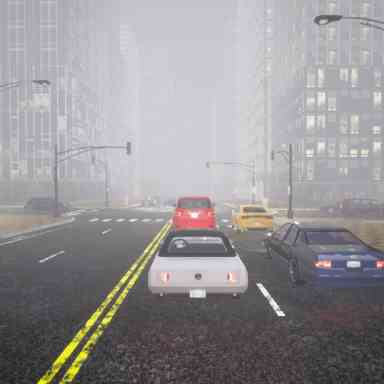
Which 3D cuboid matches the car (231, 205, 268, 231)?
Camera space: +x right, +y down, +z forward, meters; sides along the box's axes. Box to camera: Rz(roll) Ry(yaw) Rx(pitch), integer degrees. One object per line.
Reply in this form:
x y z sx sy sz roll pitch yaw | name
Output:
3.373 1.467 19.230 1.882 1.535 5.008 0 0 1 | car

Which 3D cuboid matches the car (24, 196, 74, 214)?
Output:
-14.485 1.238 33.919 4.553 1.767 2.097 0 1 1 | car

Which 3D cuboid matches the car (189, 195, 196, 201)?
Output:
0.082 1.438 82.038 1.812 1.442 4.674 0 0 0 | car

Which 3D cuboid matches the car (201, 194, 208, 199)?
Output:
3.342 1.262 92.036 1.812 1.442 4.674 0 0 0 | car

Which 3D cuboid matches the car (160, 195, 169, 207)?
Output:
-3.288 1.526 51.233 1.994 1.385 4.181 0 0 0 | car

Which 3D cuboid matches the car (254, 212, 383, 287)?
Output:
3.365 1.543 9.411 2.033 1.411 5.357 0 0 0 | car

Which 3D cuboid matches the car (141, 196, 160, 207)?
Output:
-6.544 1.454 50.799 2.128 1.511 4.902 0 0 0 | car

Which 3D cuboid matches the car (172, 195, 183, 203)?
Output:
-3.179 1.462 71.581 2.128 1.511 4.902 0 0 0 | car

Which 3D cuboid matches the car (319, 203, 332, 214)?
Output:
16.557 1.588 36.596 5.008 1.535 1.882 1 1 1 | car

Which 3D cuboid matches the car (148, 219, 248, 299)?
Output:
0.110 1.597 8.384 1.895 1.301 4.718 0 0 0 | car

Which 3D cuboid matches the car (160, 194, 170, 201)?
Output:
-6.420 1.279 80.673 2.097 1.767 4.553 0 0 0 | car

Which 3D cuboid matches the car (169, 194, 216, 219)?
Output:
0.118 1.211 18.143 2.150 2.045 5.566 0 0 0 | car

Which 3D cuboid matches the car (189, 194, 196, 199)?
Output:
0.092 1.262 92.040 1.812 1.442 4.674 0 0 0 | car

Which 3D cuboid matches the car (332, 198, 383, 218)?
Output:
16.232 1.517 30.817 5.009 1.841 2.192 1 0 1 | car

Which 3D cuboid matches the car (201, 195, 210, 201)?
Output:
3.332 1.454 81.619 2.033 1.411 5.357 0 0 0 | car

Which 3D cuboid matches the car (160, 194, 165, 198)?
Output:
-6.493 1.429 60.473 1.882 1.535 5.008 0 0 -1 | car

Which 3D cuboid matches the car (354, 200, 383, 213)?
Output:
21.849 1.640 39.098 4.829 1.417 1.752 1 0 1 | car
